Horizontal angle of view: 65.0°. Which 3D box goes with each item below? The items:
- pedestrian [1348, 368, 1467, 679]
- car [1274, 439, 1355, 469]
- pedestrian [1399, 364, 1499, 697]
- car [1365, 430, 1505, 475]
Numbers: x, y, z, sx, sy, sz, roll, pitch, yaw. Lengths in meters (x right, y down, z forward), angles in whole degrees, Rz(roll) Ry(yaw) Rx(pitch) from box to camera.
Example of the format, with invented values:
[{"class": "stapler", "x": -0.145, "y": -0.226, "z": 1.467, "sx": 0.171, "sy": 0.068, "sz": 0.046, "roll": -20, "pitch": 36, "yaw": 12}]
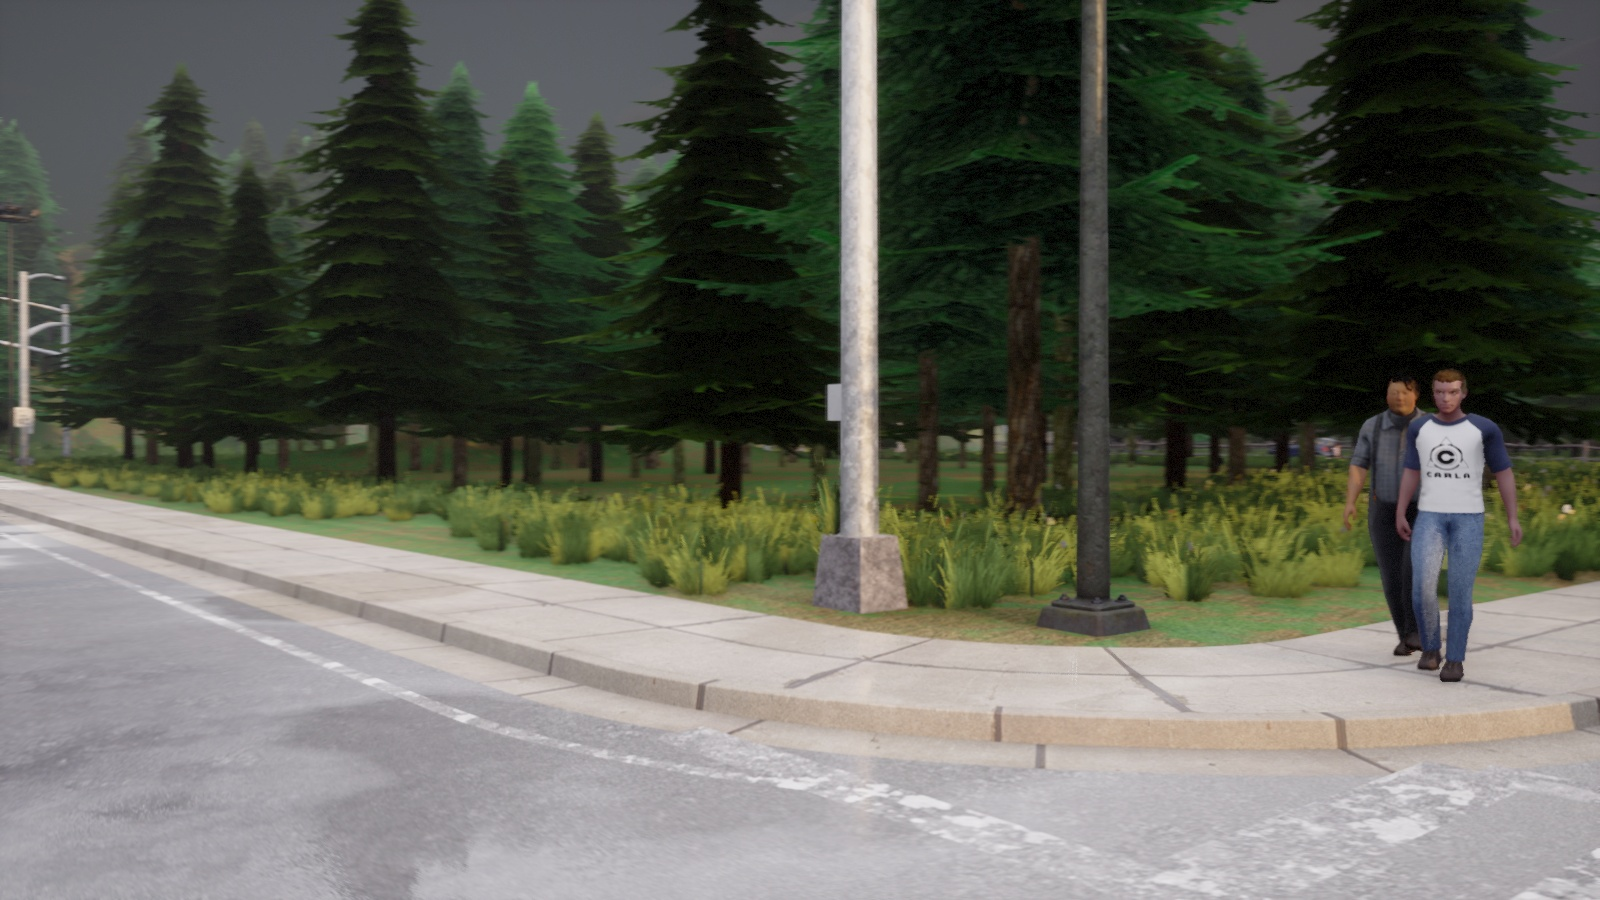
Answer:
[{"class": "pedestrian", "x": 3.829, "y": 0.434, "z": 7.904, "sx": 0.540, "sy": 1.848, "sz": 0.694, "roll": 1, "pitch": 1, "yaw": 36}, {"class": "car", "x": 28.093, "y": 0.210, "z": 68.619, "sx": 1.789, "sy": 1.549, "sz": 3.705, "roll": 0, "pitch": 1, "yaw": -37}, {"class": "pedestrian", "x": 3.775, "y": 0.440, "z": 7.294, "sx": 0.354, "sy": 1.836, "sz": 0.706, "roll": 1, "pitch": 1, "yaw": 40}, {"class": "car", "x": 30.231, "y": 0.059, "z": 59.959, "sx": 2.150, "sy": 2.045, "sz": 5.566, "roll": 0, "pitch": 1, "yaw": -37}]
